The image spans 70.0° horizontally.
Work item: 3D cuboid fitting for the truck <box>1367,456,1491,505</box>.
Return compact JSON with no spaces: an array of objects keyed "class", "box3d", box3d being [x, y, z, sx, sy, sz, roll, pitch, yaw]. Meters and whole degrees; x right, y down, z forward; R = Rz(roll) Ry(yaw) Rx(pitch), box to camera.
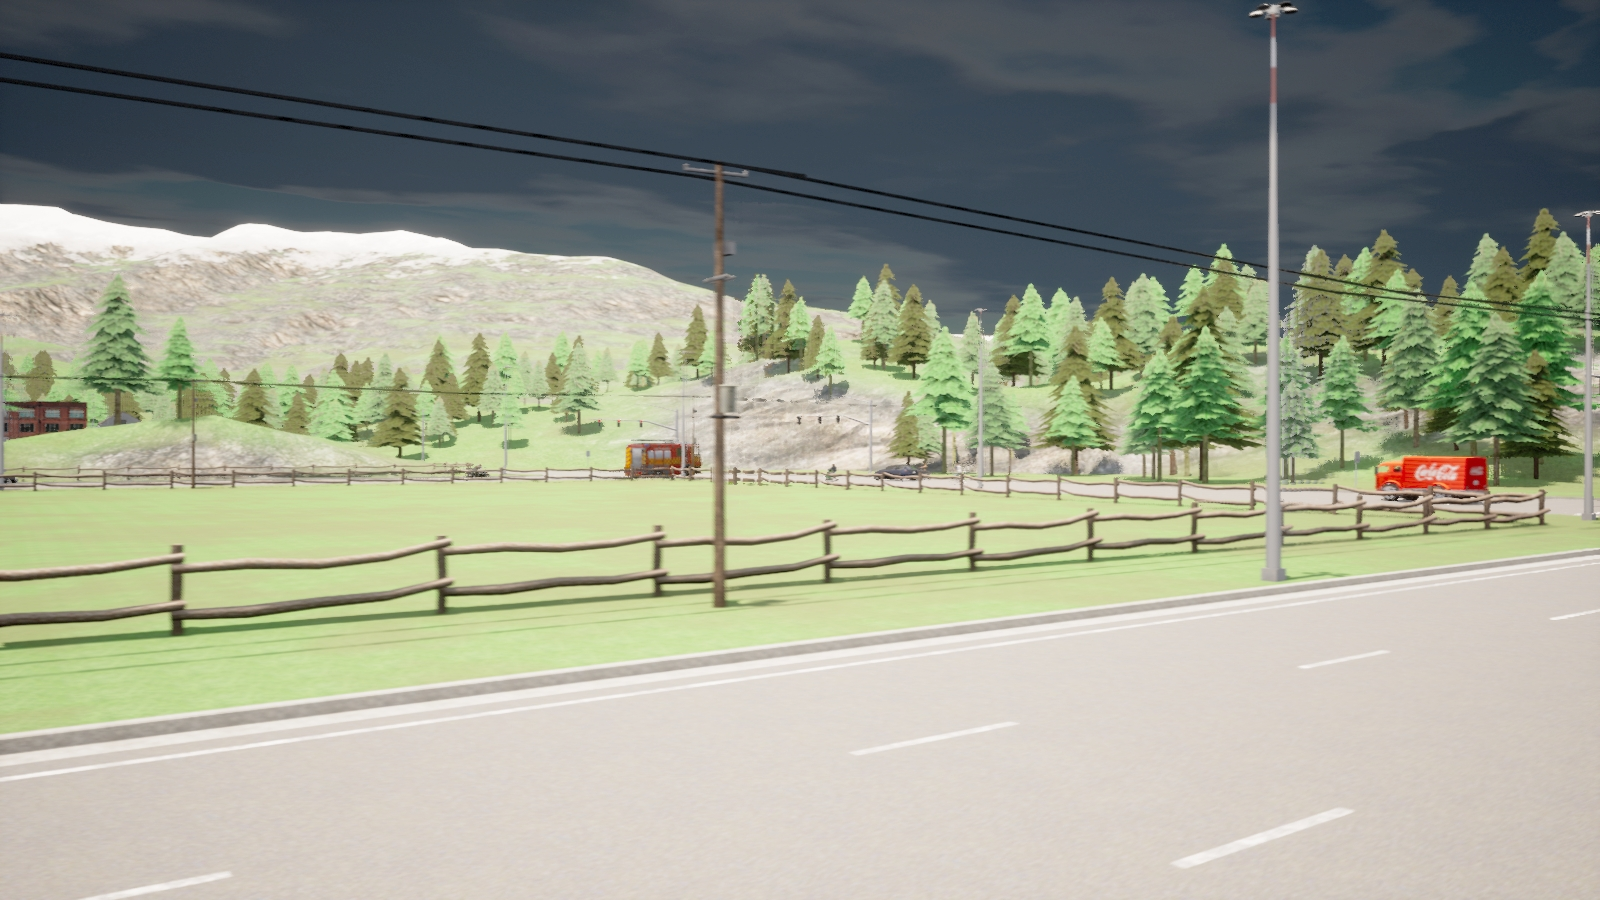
[{"class":"truck","box3d":[33.682,1.570,61.320,2.627,2.467,5.204,0,0,-32]}]
